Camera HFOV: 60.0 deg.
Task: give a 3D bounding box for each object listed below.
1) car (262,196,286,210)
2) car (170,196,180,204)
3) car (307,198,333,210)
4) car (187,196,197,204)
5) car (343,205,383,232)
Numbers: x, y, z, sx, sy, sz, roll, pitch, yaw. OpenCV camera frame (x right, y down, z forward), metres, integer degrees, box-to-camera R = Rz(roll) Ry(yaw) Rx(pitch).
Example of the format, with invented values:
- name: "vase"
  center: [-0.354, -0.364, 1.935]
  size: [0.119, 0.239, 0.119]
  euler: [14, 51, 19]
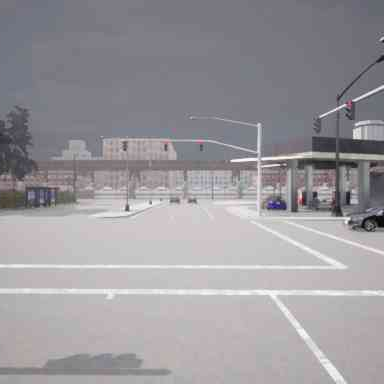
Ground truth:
- name: "car"
  center: [9.733, 1.295, 39.643]
  size: [2.242, 1.667, 4.611]
  euler: [0, 0, 0]
- name: "car"
  center: [-3.361, 1.491, 66.247]
  size: [2.128, 1.511, 4.902]
  euler: [0, 0, 0]
- name: "car"
  center: [15.478, 1.456, 40.402]
  size: [1.970, 1.475, 3.806]
  euler: [0, 0, 0]
- name: "car"
  center: [0.037, 1.547, 64.324]
  size: [2.033, 1.411, 5.357]
  euler: [0, 0, 0]
- name: "car"
  center: [11.445, 1.491, 19.458]
  size: [4.902, 1.511, 2.128]
  euler: [0, 0, -1]
